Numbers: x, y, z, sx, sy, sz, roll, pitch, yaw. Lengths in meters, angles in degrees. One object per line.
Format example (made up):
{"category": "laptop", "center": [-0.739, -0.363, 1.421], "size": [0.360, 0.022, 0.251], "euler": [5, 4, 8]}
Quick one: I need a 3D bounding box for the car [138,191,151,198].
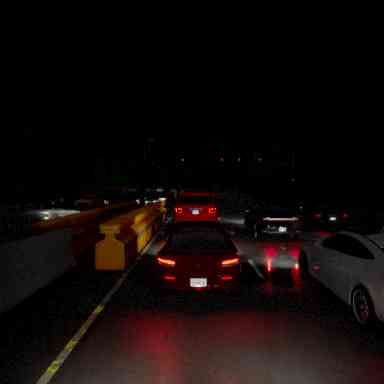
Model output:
{"category": "car", "center": [-9.991, 0.519, 70.421], "size": [1.994, 1.385, 4.181], "euler": [0, 1, 0]}

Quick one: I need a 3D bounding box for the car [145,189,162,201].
{"category": "car", "center": [-6.679, 0.703, 56.419], "size": [1.812, 1.442, 4.674], "euler": [0, 1, 1]}

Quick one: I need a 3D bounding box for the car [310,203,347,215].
{"category": "car", "center": [7.208, 1.306, 18.990], "size": [1.994, 1.385, 4.181], "euler": [0, 1, 0]}

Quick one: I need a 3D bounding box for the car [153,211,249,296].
{"category": "car", "center": [0.136, 1.430, 8.290], "size": [1.812, 1.442, 4.674], "euler": [0, 1, 0]}

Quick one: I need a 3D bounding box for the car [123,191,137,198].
{"category": "car", "center": [-13.477, 0.479, 72.221], "size": [2.033, 1.411, 5.357], "euler": [0, 1, 0]}

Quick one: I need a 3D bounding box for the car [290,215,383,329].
{"category": "car", "center": [3.625, 1.455, 6.656], "size": [1.812, 1.442, 4.674], "euler": [0, 1, 0]}

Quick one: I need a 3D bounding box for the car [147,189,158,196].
{"category": "car", "center": [-9.889, 0.123, 83.555], "size": [2.097, 1.767, 4.553], "euler": [0, 1, 0]}

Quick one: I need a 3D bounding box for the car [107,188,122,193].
{"category": "car", "center": [-13.668, 0.374, 58.057], "size": [2.150, 2.045, 5.566], "euler": [0, 1, 1]}

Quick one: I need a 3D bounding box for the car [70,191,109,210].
{"category": "car", "center": [-10.377, 0.994, 33.951], "size": [1.882, 1.535, 5.008], "euler": [0, 1, 0]}

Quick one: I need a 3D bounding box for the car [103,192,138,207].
{"category": "car", "center": [-6.889, 1.045, 32.379], "size": [1.837, 1.490, 4.892], "euler": [0, 1, 0]}

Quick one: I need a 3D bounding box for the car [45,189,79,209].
{"category": "car", "center": [-13.861, 0.707, 36.072], "size": [2.150, 2.045, 5.566], "euler": [0, 1, 0]}

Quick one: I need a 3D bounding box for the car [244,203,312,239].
{"category": "car", "center": [3.685, 1.281, 15.904], "size": [2.128, 1.511, 4.902], "euler": [0, 1, 0]}

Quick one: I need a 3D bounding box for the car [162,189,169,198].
{"category": "car", "center": [-6.500, 0.507, 69.346], "size": [2.128, 1.511, 4.902], "euler": [0, 1, 0]}

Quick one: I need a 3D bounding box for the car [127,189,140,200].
{"category": "car", "center": [-10.138, 0.682, 60.345], "size": [1.994, 1.385, 4.181], "euler": [0, 1, 1]}

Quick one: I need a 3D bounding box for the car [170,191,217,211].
{"category": "car", "center": [0.194, 0.981, 17.887], "size": [2.150, 2.045, 5.566], "euler": [0, 1, 0]}
